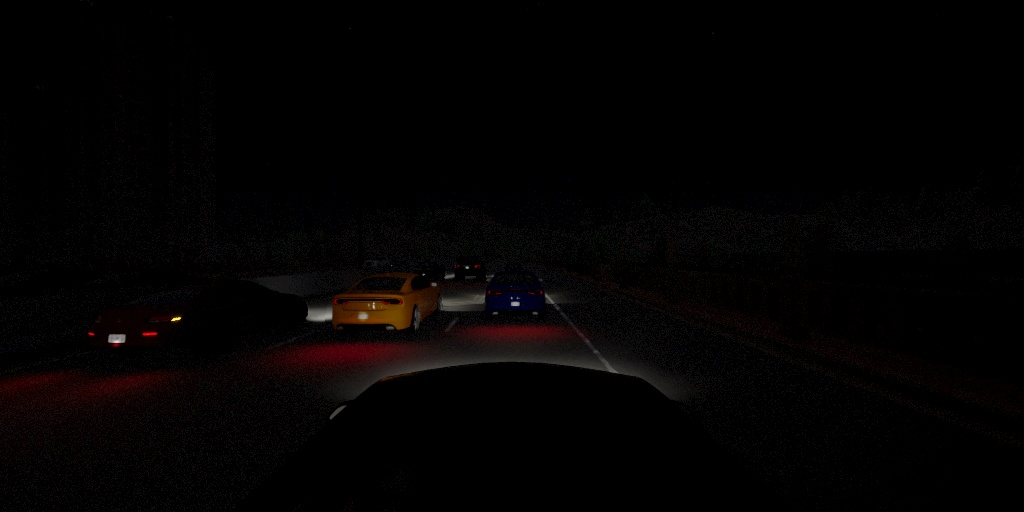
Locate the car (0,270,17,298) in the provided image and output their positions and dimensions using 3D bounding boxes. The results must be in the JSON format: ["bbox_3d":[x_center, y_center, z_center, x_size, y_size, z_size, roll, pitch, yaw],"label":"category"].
[{"bbox_3d":[-17.602,1.228,13.463,1.882,1.535,5.008,0,0,0],"label":"car"}]

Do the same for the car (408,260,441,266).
[{"bbox_3d":[-6.904,1.254,30.458,2.128,1.511,4.902,0,0,0],"label":"car"}]

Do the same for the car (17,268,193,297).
[{"bbox_3d":[-14.102,1.228,13.454,1.882,1.535,5.008,0,0,0],"label":"car"}]

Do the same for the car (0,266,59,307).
[{"bbox_3d":[-21.102,1.228,13.453,1.882,1.535,5.008,0,0,0],"label":"car"}]

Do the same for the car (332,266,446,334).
[{"bbox_3d":[-3.402,1.227,10.674,1.882,1.535,5.008,0,0,0],"label":"car"}]

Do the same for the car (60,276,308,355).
[{"bbox_3d":[-6.902,1.276,8.570,1.812,1.442,4.674,0,0,0],"label":"car"}]

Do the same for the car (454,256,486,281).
[{"bbox_3d":[-3.404,0.983,29.923,2.150,2.045,5.566,0,0,0],"label":"car"}]

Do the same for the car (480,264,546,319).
[{"bbox_3d":[0.098,1.227,12.799,1.882,1.535,5.008,0,0,0],"label":"car"}]

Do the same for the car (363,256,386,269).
[{"bbox_3d":[-21.051,1.041,55.698,2.150,2.045,5.566,0,0,1],"label":"car"}]

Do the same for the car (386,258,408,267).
[{"bbox_3d":[-17.554,1.325,56.089,1.837,1.490,4.892,0,0,0],"label":"car"}]
